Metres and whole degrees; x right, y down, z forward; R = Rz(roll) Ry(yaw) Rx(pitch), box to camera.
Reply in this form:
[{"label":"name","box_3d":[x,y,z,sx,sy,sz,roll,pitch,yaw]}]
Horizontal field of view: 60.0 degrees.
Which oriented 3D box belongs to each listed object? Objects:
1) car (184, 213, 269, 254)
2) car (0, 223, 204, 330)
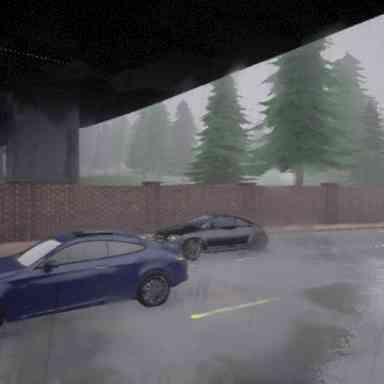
[{"label":"car","box_3d":[0.701,1.486,12.050,4.181,1.385,1.994,0,0,-26]},{"label":"car","box_3d":[-2.264,1.490,6.400,4.674,1.442,1.812,0,0,-32]}]
